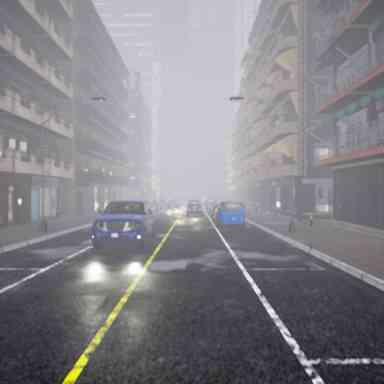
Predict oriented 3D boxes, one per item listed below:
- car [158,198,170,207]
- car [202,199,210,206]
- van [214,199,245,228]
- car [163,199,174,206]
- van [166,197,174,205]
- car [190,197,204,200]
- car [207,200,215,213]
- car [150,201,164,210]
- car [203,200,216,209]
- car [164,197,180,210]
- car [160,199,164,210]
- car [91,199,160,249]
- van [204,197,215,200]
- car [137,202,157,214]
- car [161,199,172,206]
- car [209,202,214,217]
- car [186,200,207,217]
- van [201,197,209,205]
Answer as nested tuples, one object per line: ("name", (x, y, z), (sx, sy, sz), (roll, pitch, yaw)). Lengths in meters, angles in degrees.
("car", (-5.361, 2.051, 63.446), (1.967, 1.590, 4.097), (-1, -1, 0))
("car", (3.082, 2.249, 74.744), (1.752, 1.417, 4.829), (-1, -1, 0))
("van", (2.805, 1.573, 24.162), (1.690, 1.788, 3.998), (-1, -1, 0))
("car", (-5.299, 2.272, 74.648), (2.008, 1.369, 4.403), (-1, -1, 0))
("van", (-5.271, 2.117, 80.252), (1.690, 1.788, 3.998), (-1, -1, 0))
("car", (0.310, 1.803, 46.937), (2.097, 1.767, 4.553), (0, -1, 1))
("car", (2.868, 1.885, 35.363), (1.887, 1.381, 4.507), (-1, -1, 0))
("car", (-5.420, 2.084, 52.241), (1.802, 1.307, 4.206), (-1, -1, 0))
("car", (2.990, 2.108, 57.770), (2.008, 1.369, 4.403), (-1, -1, 0))
("car", (-2.817, 1.986, 51.446), (2.128, 1.511, 4.902), (0, -1, 0))
("car", (-5.451, 1.992, 46.641), (1.887, 1.381, 4.507), (-1, -1, 0))
("car", (-3.024, 1.373, 15.760), (2.150, 2.045, 5.566), (0, -1, 0))
("van", (2.956, 1.844, 52.170), (1.690, 1.788, 3.998), (-1, -1, 0))
("car", (-5.481, 1.959, 41.038), (1.947, 1.339, 4.313), (-1, -1, 0))
("car", (-5.329, 2.232, 69.046), (1.947, 1.339, 4.313), (-1, -1, 0))
("car", (2.838, 1.837, 29.761), (2.008, 1.369, 4.403), (-1, -1, 0))
("car", (0.287, 1.894, 36.098), (2.033, 1.411, 5.357), (0, -1, 0))
("van", (3.109, 2.118, 80.177), (1.690, 1.788, 3.998), (-1, -1, 0))
